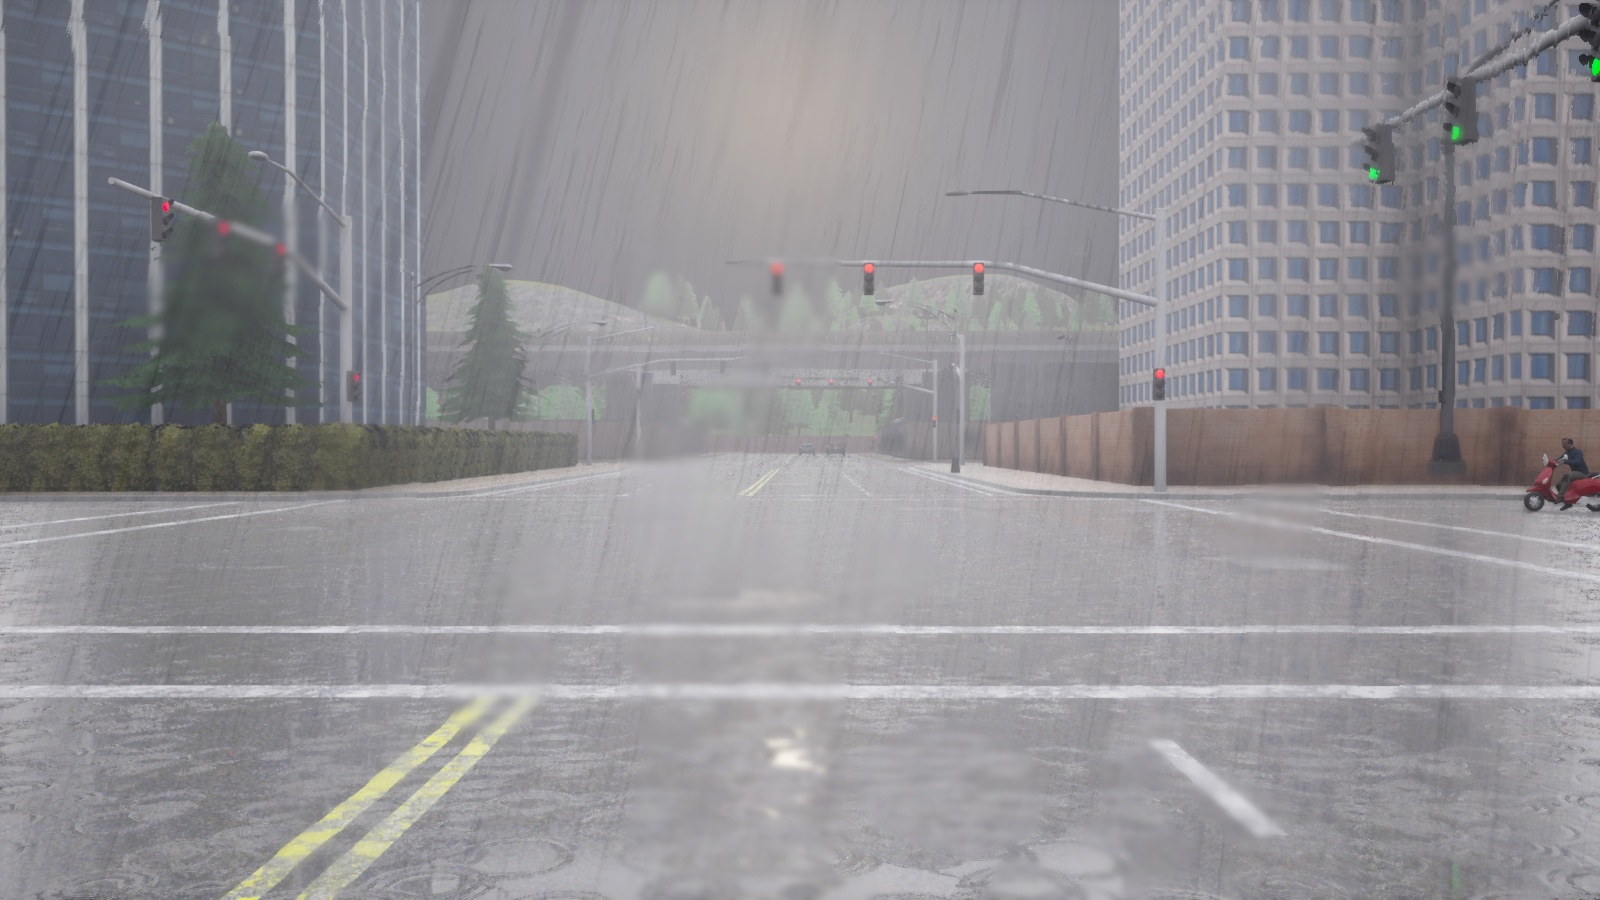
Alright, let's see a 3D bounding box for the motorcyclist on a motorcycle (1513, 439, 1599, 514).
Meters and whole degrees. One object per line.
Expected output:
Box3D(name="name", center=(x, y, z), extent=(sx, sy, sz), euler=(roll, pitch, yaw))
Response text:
Box3D(name="motorcyclist on a motorcycle", center=(16.569, 0.560, 27.136), extent=(1.817, 1.590, 0.866), euler=(0, 0, 1))
